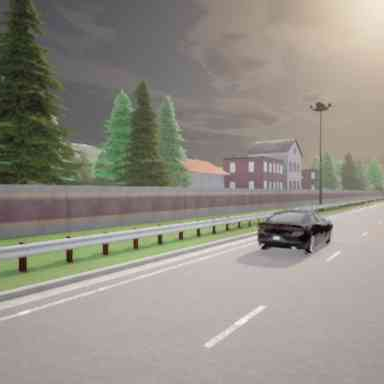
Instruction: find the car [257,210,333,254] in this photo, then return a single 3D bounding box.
[{"bbox_3d":[4.377,1.465,13.661,1.882,1.535,5.008,0,0,35],"label":"car"}]
